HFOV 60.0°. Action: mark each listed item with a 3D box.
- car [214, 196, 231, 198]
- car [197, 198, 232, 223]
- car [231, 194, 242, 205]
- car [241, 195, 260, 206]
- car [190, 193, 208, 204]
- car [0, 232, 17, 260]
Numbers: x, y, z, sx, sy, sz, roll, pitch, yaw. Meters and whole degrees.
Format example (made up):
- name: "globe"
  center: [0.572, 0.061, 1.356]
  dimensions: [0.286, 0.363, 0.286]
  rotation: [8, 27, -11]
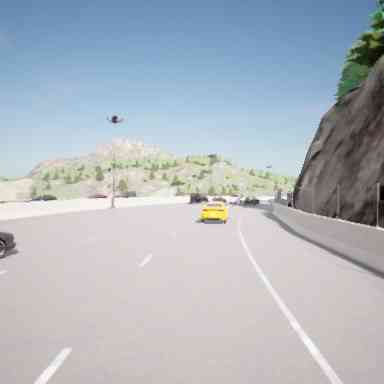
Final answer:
- name: "car"
  center: [5.300, 1.598, 64.528]
  dimensions: [2.128, 1.511, 4.902]
  rotation: [1, 0, 22]
- name: "car"
  center: [1.935, 1.518, 26.522]
  dimensions: [1.882, 1.535, 5.008]
  rotation: [0, 0, 10]
- name: "car"
  center: [8.909, 1.383, 64.445]
  dimensions: [2.150, 2.045, 5.566]
  rotation: [0, 0, 23]
- name: "car"
  center: [10.747, 1.540, 59.413]
  dimensions: [2.097, 1.767, 4.553]
  rotation: [1, 0, 22]
- name: "car"
  center: [1.389, 1.268, 64.516]
  dimensions: [2.150, 2.045, 5.566]
  rotation: [0, 0, 22]
- name: "car"
  center: [-7.029, 1.443, 8.853]
  dimensions: [2.033, 1.411, 5.357]
  rotation: [1, 0, 4]
